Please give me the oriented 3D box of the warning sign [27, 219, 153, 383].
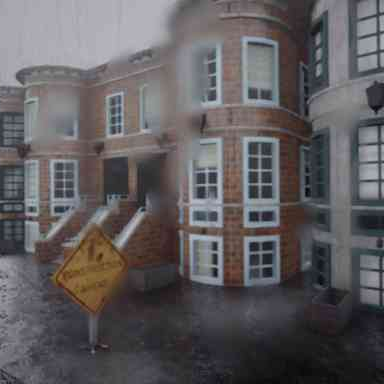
[{"bbox_3d":[-1.394,1.370,4.681,1.060,1.860,1.300,-1,0,36],"label":"warning sign"}]
